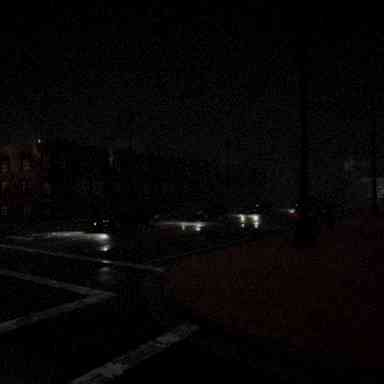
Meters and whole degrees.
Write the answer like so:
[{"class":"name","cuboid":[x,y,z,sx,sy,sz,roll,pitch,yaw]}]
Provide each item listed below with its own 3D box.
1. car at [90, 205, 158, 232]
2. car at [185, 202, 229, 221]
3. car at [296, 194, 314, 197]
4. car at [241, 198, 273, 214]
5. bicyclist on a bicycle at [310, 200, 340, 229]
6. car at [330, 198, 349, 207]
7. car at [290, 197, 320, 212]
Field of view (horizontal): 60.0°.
[{"class":"car","cuboid":[-4.281,1.639,21.581,1.837,1.490,4.892,-1,-1,37]},{"class":"car","cuboid":[1.365,1.613,29.101,1.882,1.535,5.008,-1,-1,37]},{"class":"car","cuboid":[16.390,1.343,48.961,2.150,2.045,5.566,-1,-1,37]},{"class":"car","cuboid":[7.269,1.488,36.956,2.097,1.767,4.553,-1,-1,37]},{"class":"bicyclist on a bicycle","cuboid":[7.645,1.295,19.177,1.656,1.620,0.582,-1,-1,37]},{"class":"car","cuboid":[22.904,1.637,51.648,2.033,1.411,5.357,-1,-1,37]},{"class":"car","cuboid":[13.643,1.614,39.297,1.812,1.442,4.674,-1,-1,37]}]
